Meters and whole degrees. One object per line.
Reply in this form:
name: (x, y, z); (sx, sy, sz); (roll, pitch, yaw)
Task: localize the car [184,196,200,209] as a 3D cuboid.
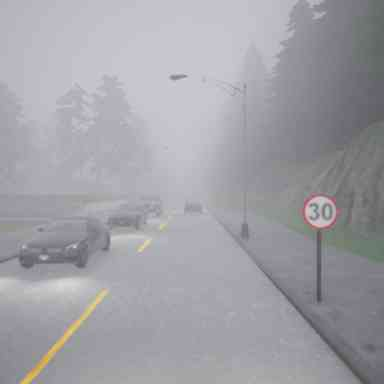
car: (0.030, 1.422, 47.254); (2.097, 1.767, 4.553); (0, 0, 0)

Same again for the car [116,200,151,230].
car: (-4.082, 1.510, 21.759); (1.882, 1.535, 5.008); (0, 0, 0)

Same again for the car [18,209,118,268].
car: (-4.080, 1.543, 11.468); (1.812, 1.442, 4.674); (0, 0, 0)

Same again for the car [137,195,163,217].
car: (-4.029, 1.270, 32.439); (2.150, 2.045, 5.566); (0, 0, 0)

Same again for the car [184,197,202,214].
car: (0.117, 1.532, 36.041); (1.882, 1.535, 5.008); (0, 0, 0)
